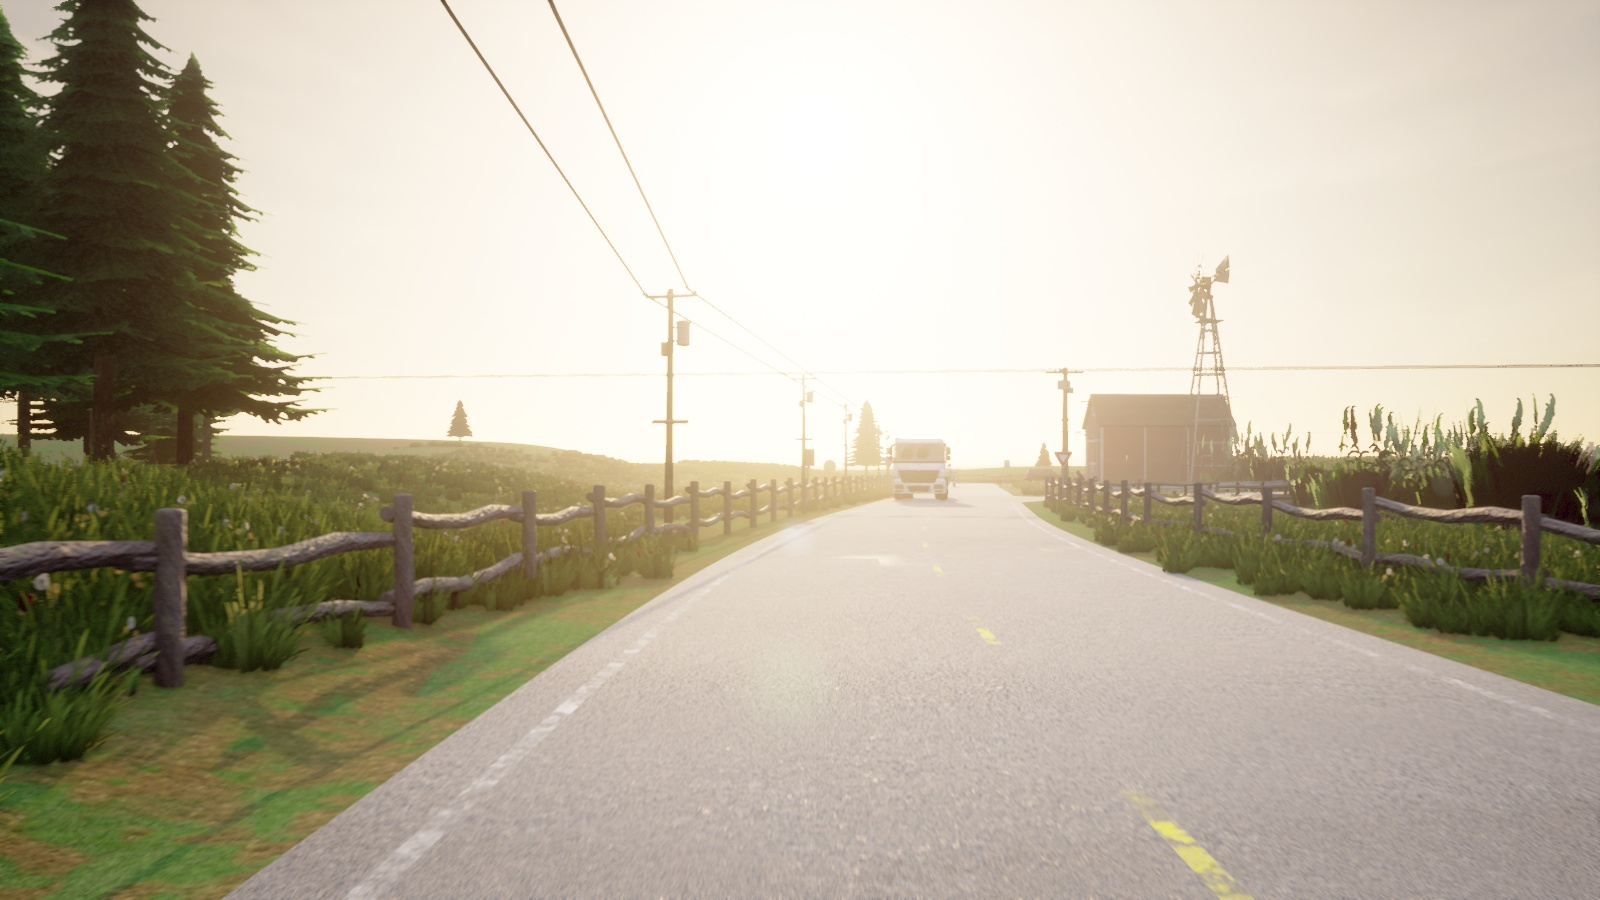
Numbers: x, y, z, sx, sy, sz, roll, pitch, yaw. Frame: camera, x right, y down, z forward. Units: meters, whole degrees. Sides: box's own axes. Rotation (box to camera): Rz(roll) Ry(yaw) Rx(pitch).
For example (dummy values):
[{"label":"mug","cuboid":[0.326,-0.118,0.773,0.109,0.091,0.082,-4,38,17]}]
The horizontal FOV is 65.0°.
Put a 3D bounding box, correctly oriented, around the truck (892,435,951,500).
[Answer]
[{"label":"truck","cuboid":[6.886,0.985,70.471,2.891,3.462,7.936,0,-1,8]}]
